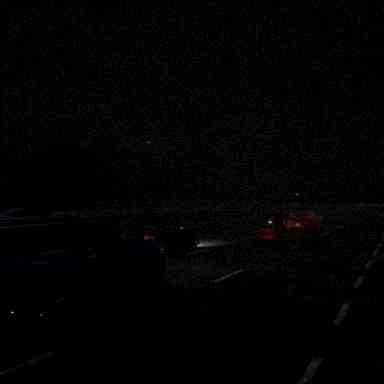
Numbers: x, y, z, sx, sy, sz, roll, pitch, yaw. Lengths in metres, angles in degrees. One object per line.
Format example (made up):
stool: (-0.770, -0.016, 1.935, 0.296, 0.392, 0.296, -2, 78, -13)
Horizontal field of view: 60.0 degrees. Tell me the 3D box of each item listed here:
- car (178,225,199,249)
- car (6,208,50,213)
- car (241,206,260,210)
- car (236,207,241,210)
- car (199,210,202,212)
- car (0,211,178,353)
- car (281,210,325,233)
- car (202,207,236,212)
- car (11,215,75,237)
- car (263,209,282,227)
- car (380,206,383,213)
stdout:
car: (-1.402, 2.116, 15.842, 1.994, 1.385, 4.181, -2, -2, 33)
car: (-14.526, 2.372, 28.175, 2.150, 2.045, 5.566, -2, -2, 33)
car: (11.449, 3.434, 62.115, 1.837, 1.490, 4.892, -2, -3, 33)
car: (8.439, 3.596, 63.880, 1.994, 1.385, 4.181, -2, -3, 33)
car: (2.932, 3.574, 61.822, 1.994, 1.385, 4.181, -2, -3, 33)
car: (-2.884, 1.512, 7.050, 2.150, 2.045, 5.566, -2, -2, 33)
car: (8.629, 2.149, 25.031, 1.882, 1.535, 5.008, -2, -2, 33)
car: (3.629, 2.862, 43.533, 1.812, 1.442, 4.674, -2, -2, 33)
car: (-11.613, 2.607, 26.216, 1.994, 1.385, 4.181, -2, -2, 33)
car: (8.005, 2.356, 30.542, 1.837, 1.490, 4.892, -2, -2, 33)
car: (35.685, 3.265, 60.973, 1.895, 1.301, 4.718, -2, -3, 33)
